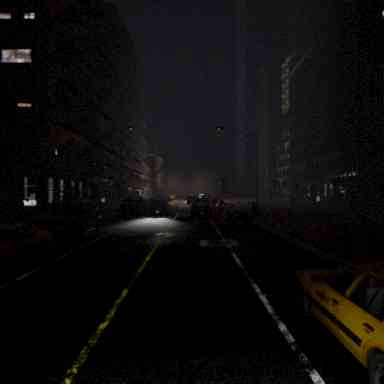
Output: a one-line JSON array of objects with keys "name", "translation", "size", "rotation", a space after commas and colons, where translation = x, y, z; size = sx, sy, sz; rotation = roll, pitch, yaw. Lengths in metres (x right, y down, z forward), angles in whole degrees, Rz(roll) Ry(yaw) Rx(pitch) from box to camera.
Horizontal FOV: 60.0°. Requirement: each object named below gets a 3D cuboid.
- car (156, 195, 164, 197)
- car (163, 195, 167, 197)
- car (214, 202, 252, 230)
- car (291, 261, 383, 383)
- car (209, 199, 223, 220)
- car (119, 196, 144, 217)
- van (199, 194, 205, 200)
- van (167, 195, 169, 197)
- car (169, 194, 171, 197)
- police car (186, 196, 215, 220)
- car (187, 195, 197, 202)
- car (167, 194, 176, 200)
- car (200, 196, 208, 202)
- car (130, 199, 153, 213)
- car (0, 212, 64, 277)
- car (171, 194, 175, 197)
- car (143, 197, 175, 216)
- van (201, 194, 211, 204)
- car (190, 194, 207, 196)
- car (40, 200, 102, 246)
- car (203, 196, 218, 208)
[{"name": "car", "translation": [-5.662, 1.591, 48.909], "size": [1.947, 1.339, 4.313], "rotation": [1, 0, 0]}, {"name": "car", "translation": [-5.661, 1.579, 54.478], "size": [2.008, 1.369, 4.403], "rotation": [1, 0, 0]}, {"name": "car", "translation": [2.709, 1.560, 21.058], "size": [2.008, 1.369, 4.403], "rotation": [1, 0, 0]}, {"name": "car", "translation": [2.703, 1.527, 4.519], "size": [1.752, 1.417, 4.829], "rotation": [1, 0, 0]}, {"name": "car", "translation": [2.711, 1.563, 26.626], "size": [2.008, 1.369, 4.403], "rotation": [1, 0, 0]}, {"name": "car", "translation": [-5.664, 1.330, 32.199], "size": [2.192, 1.841, 5.009], "rotation": [1, 0, 0]}, {"name": "van", "translation": [2.736, 1.399, 93.463], "size": [1.690, 1.788, 3.998], "rotation": [1, 0, 0]}, {"name": "van", "translation": [-5.655, 1.374, 60.049], "size": [1.690, 1.788, 3.998], "rotation": [1, 0, 0]}, {"name": "car", "translation": [-5.656, 1.562, 65.448], "size": [1.752, 1.417, 4.829], "rotation": [1, 0, 0]}, {"name": "police car", "translation": [0.694, 1.438, 28.410], "size": [1.930, 1.638, 5.238], "rotation": [0, 0, -2]}, {"name": "car", "translation": [0.027, 1.489, 78.597], "size": [2.128, 1.511, 4.902], "rotation": [0, 0, 0]}, {"name": "car", "translation": [-5.644, 1.372, 93.466], "size": [2.192, 1.841, 5.009], "rotation": [1, 0, 0]}, {"name": "car", "translation": [2.727, 1.626, 76.753], "size": [1.802, 1.307, 4.206], "rotation": [1, 0, 0]}, {"name": "car", "translation": [-5.666, 1.563, 37.769], "size": [1.887, 1.381, 4.507], "rotation": [1, 0, 0]}, {"name": "car", "translation": [-5.675, 1.529, 9.751], "size": [1.752, 1.417, 4.829], "rotation": [1, 0, 0]}, {"name": "car", "translation": [-5.653, 1.595, 76.756], "size": [2.008, 1.369, 4.403], "rotation": [1, 0, 0]}, {"name": "car", "translation": [-3.087, 1.507, 32.276], "size": [2.128, 1.511, 4.902], "rotation": [0, 0, 0]}, {"name": "van", "translation": [2.727, 1.378, 65.615], "size": [1.690, 1.788, 3.998], "rotation": [1, 0, 0]}, {"name": "car", "translation": [0.915, 1.477, 44.504], "size": [1.801, 1.575, 5.366], "rotation": [0, 0, 0]}, {"name": "car", "translation": [-5.669, 1.321, 15.492], "size": [2.192, 1.841, 5.009], "rotation": [1, 0, 0]}, {"name": "car", "translation": [2.720, 1.465, 48.905], "size": [1.967, 1.590, 4.097], "rotation": [1, 0, 0]}]
